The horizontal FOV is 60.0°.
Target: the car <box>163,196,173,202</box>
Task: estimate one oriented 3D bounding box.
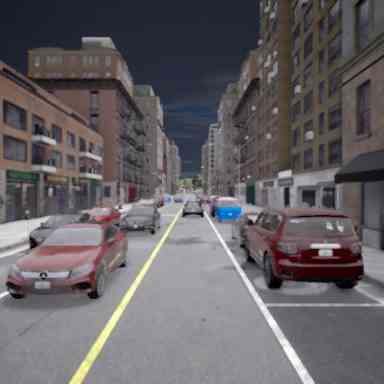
[{"bbox_3d":[-5.360,1.535,74.001,2.008,1.369,4.403,0,0,0],"label":"car"}]

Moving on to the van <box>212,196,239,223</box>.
[{"bbox_3d":[2.700,1.336,25.343,1.690,1.788,3.998,0,0,0],"label":"van"}]

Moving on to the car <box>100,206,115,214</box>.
[{"bbox_3d":[-5.395,1.541,19.939,1.887,1.381,4.507,0,0,0],"label":"car"}]

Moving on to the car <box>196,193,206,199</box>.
[{"bbox_3d":[2.286,1.340,58.639,2.097,1.767,4.553,0,0,0],"label":"car"}]

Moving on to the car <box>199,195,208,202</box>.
[{"bbox_3d":[2.671,1.534,79.405,2.008,1.369,4.403,0,0,0],"label":"car"}]

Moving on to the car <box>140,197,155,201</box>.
[{"bbox_3d":[-5.385,1.518,35.988,1.752,1.417,4.829,0,0,0],"label":"car"}]

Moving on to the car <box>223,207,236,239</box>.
[{"bbox_3d":[2.706,1.548,14.530,2.008,1.369,4.403,0,0,0],"label":"car"}]

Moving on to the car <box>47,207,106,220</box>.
[{"bbox_3d":[-5.399,1.564,14.532,1.947,1.339,4.313,0,0,0],"label":"car"}]

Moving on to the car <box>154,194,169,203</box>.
[{"bbox_3d":[-5.374,1.304,52.376,2.192,1.841,5.009,0,0,0],"label":"car"}]

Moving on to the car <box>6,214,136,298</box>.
[{"bbox_3d":[-2.845,1.524,8.665,1.812,1.442,4.674,0,0,0],"label":"car"}]

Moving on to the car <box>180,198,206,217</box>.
[{"bbox_3d":[0.085,1.558,30.899,1.994,1.385,4.181,0,0,0],"label":"car"}]

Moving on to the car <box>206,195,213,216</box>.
[{"bbox_3d":[2.697,1.309,30.750,2.192,1.841,5.009,0,0,0],"label":"car"}]

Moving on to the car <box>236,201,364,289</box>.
[{"bbox_3d":[2.709,1.313,9.124,2.192,1.841,5.009,0,0,0],"label":"car"}]

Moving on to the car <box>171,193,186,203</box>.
[{"bbox_3d":[-2.731,1.462,67.319,1.882,1.535,5.008,0,0,0],"label":"car"}]

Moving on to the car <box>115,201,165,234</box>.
[{"bbox_3d":[-2.828,1.502,19.164,1.837,1.490,4.892,0,0,0],"label":"car"}]

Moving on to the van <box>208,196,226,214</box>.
[{"bbox_3d":[2.694,1.334,36.156,1.690,1.788,3.998,0,0,0],"label":"van"}]

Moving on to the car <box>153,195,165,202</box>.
[{"bbox_3d":[-5.378,1.556,46.970,1.947,1.339,4.313,0,0,0],"label":"car"}]

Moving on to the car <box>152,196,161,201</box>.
[{"bbox_3d":[-5.381,1.542,41.564,2.008,1.369,4.403,0,0,0],"label":"car"}]

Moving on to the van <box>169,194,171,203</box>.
[{"bbox_3d":[-5.364,1.326,68.595,1.690,1.788,3.998,0,0,0],"label":"van"}]

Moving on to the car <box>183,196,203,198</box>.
[{"bbox_3d":[0.075,1.555,45.099,1.994,1.385,4.181,0,0,1],"label":"car"}]

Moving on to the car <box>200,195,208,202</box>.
[{"bbox_3d":[2.674,1.509,74.169,1.752,1.417,4.829,0,0,0],"label":"car"}]
